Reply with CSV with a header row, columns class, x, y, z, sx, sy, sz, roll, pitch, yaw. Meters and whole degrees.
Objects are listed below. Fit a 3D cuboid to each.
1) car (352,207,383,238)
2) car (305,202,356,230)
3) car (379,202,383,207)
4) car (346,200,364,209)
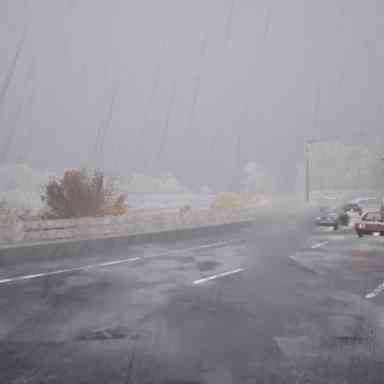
class,x,y,z,sx,sy,sz,roll,pitch,yaw
car,9.975,1.679,17.306,1.895,1.301,4.718,0,0,38
car,8.959,1.633,21.740,2.033,1.411,5.357,0,0,36
car,19.727,1.629,32.871,1.882,1.535,5.008,0,0,27
car,17.353,1.655,35.944,1.837,1.490,4.892,0,0,27
